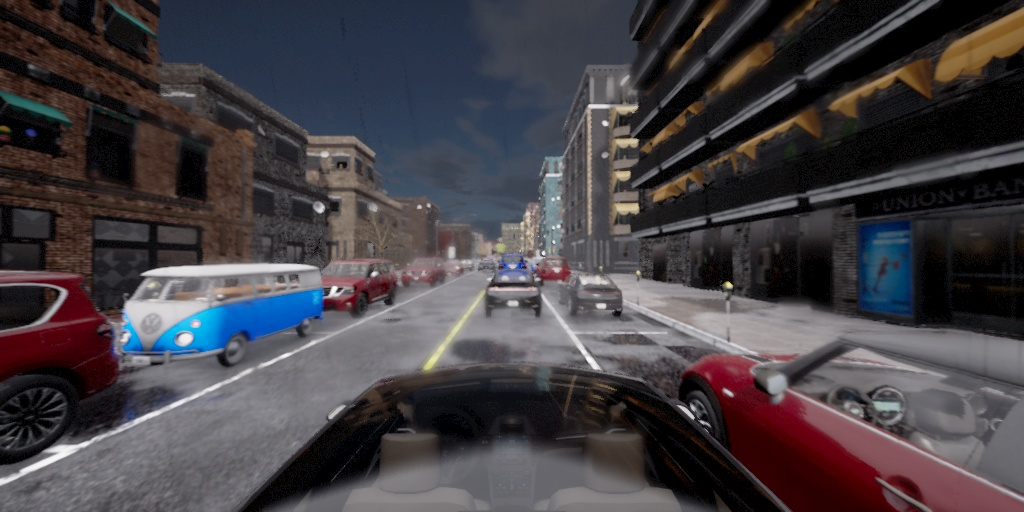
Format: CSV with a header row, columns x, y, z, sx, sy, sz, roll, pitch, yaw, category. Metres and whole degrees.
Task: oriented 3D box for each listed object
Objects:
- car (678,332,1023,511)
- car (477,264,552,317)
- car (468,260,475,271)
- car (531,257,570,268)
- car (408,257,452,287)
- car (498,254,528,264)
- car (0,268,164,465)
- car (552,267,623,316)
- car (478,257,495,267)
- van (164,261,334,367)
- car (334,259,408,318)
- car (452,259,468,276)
x,y,z,sx,sy,sz,roll,pitch,yaw,category
2.692,1.189,2.184,1.967,1.591,4.097,0,0,0,car
0.061,1.205,12.958,2.128,1.511,4.902,0,0,0,car
-5.697,1.165,45.447,2.007,1.370,4.403,0,0,0,car
2.688,0.997,23.813,2.192,1.841,5.009,0,0,0,car
-5.692,0.997,23.819,2.192,1.841,5.009,0,0,0,car
0.060,0.893,28.138,2.150,2.045,5.566,0,0,0,car
-5.689,1.063,2.190,2.192,1.841,5.009,0,0,0,car
2.690,1.267,12.998,2.007,1.370,4.403,0,0,0,car
-3.081,1.183,44.079,1.994,1.385,4.181,0,0,0,car
-5.690,1.073,7.597,1.690,1.789,3.998,0,0,0,van
-5.690,1.030,13.004,2.192,1.841,5.009,0,0,0,car
-5.694,1.088,34.633,1.967,1.591,4.097,0,0,0,car
